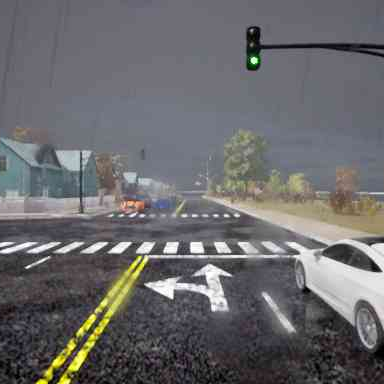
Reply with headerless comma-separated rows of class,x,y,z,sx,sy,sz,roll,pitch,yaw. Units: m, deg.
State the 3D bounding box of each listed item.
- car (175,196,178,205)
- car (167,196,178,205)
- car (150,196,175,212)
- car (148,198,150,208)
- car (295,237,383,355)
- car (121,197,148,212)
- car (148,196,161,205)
car,-3.482,1.521,49.860,2.128,1.511,4.902,0,0,0
car,-3.504,1.547,60.380,1.837,1.490,4.892,0,0,0
car,-3.460,1.495,39.798,1.882,1.535,5.008,0,0,0
car,-6.733,1.575,48.711,2.033,1.411,5.357,0,0,0
car,3.332,1.525,5.939,1.812,1.442,4.674,0,0,0
car,-6.706,1.368,38.120,2.097,1.767,4.553,0,0,0
car,-6.753,1.570,59.966,1.812,1.442,4.674,0,1,0
